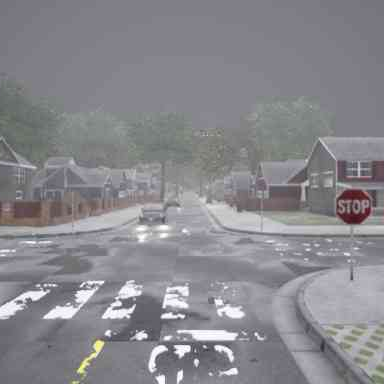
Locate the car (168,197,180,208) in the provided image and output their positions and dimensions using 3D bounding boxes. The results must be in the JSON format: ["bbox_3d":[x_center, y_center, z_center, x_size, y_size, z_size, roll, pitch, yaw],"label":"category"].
[{"bbox_3d":[-2.714,1.493,49.526,1.882,1.535,5.008,0,0,0],"label":"car"}]

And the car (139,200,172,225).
[{"bbox_3d":[-2.730,1.544,24.613,1.812,1.442,4.674,0,0,0],"label":"car"}]
